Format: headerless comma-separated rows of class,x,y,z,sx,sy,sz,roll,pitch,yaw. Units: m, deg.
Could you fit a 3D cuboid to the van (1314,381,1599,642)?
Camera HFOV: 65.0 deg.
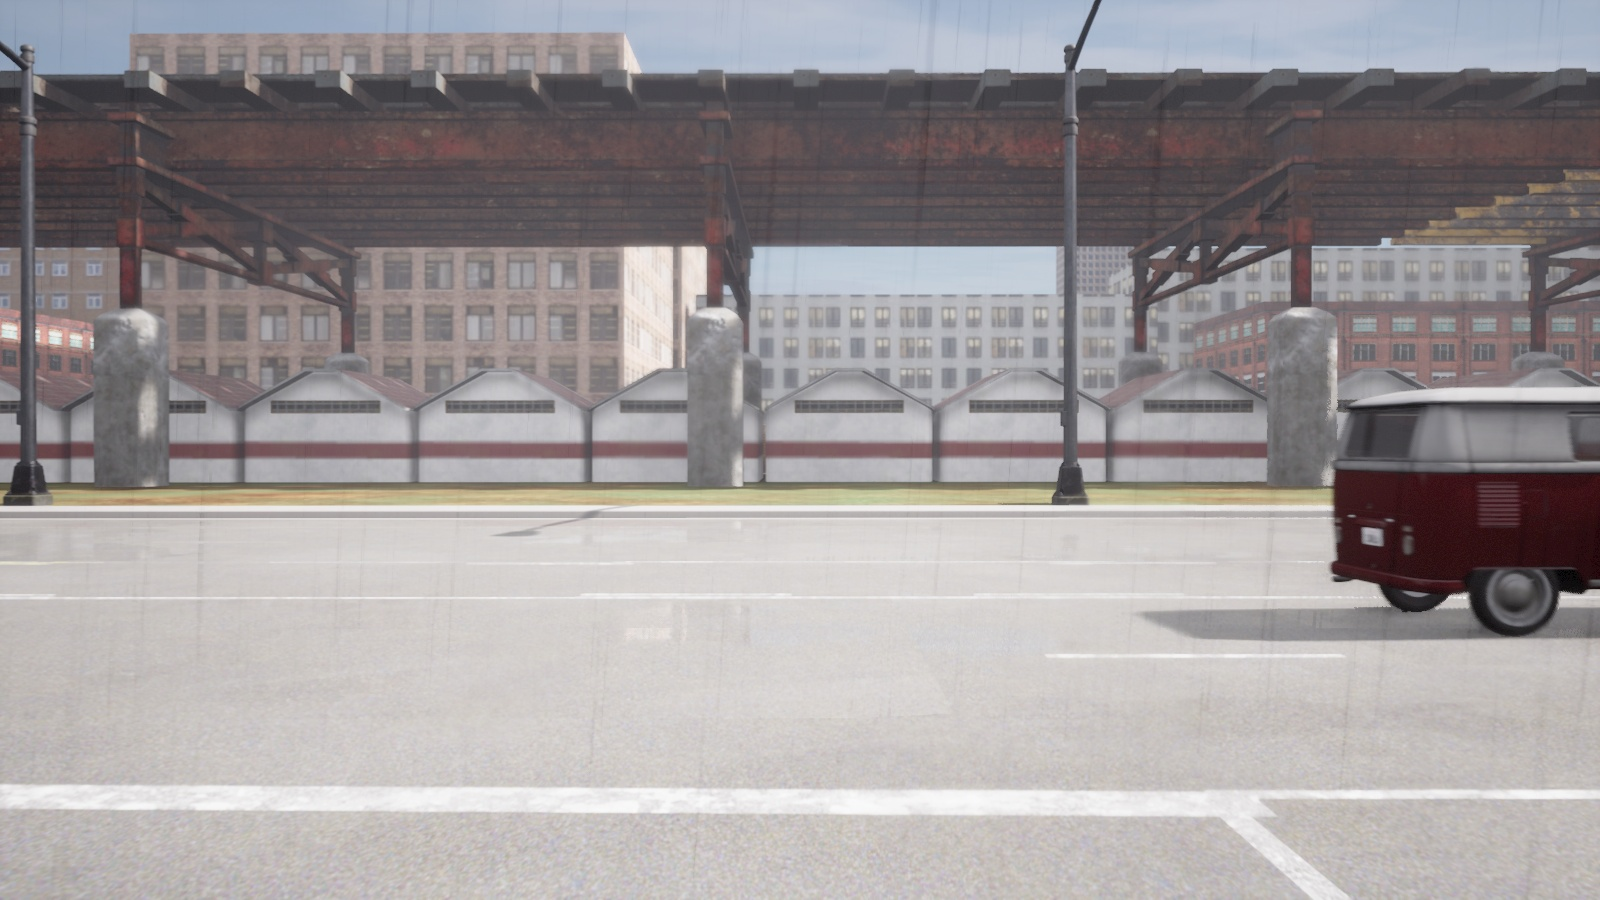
van,6.896,0.467,10.532,4.442,1.987,1.775,0,0,-2
